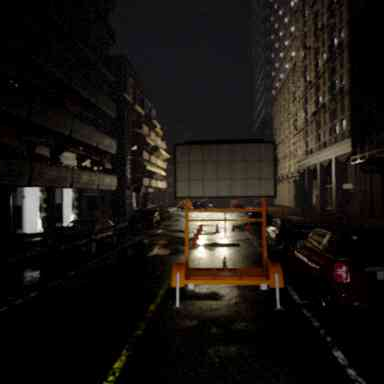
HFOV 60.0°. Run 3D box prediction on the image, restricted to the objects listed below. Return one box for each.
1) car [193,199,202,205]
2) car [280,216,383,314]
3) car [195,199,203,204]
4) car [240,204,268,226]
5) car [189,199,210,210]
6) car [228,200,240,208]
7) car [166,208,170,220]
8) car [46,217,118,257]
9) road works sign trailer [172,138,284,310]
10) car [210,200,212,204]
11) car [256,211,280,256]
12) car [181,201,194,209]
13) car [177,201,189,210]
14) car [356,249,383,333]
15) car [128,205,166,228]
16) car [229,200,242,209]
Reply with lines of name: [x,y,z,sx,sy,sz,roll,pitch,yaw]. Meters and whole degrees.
car: [1.533,2.591,87.136,2.008,1.369,4.403,-1,-1,5]
car: [3.475,1.481,7.644,1.967,1.590,4.097,-1,-1,5]
car: [1.992,2.656,92.765,2.008,1.369,4.403,-1,-1,5]
car: [4.851,1.785,24.532,1.947,1.339,4.313,-1,-1,5]
car: [1.212,1.810,50.258,2.150,2.045,5.566,-1,-1,5]
car: [8.054,2.206,63.940,2.008,1.369,4.403,-1,-1,5]
car: [-3.059,1.931,30.671,1.752,1.417,4.829,-1,-1,5]
car: [-4.418,1.777,13.950,2.008,1.369,4.403,-1,-1,5]
road works sign trailer: [0.794,0.547,8.031,2.380,3.560,2.880,-1,-1,5]
car: [4.208,2.562,86.795,1.994,1.385,4.181,-1,-1,5]
car: [3.934,1.650,13.273,2.008,1.369,4.403,-1,-1,5]
car: [-0.755,2.301,58.987,1.802,1.307,4.206,-1,-1,5]
car: [-1.215,2.096,53.359,1.967,1.590,4.097,-1,-1,5]
car: [3.032,1.509,2.184,1.752,1.417,4.829,-1,-1,5]
car: [-3.502,1.912,25.210,1.947,1.339,4.313,-1,-1,5]
car: [7.139,2.074,52.680,1.887,1.381,4.507,-1,-1,5]
